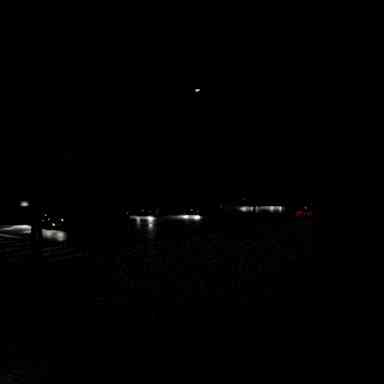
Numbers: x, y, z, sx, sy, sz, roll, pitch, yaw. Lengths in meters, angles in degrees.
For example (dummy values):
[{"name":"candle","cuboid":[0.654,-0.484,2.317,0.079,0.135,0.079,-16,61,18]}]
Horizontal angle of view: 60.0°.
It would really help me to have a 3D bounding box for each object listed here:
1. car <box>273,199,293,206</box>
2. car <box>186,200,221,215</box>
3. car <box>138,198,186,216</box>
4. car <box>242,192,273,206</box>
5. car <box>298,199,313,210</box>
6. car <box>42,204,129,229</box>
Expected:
[{"name":"car","cuboid":[13.179,1.398,49.040,1.895,1.301,4.718,0,0,36]},{"name":"car","cuboid":[1.101,1.449,32.129,1.994,1.385,4.181,0,0,35]},{"name":"car","cuboid":[-3.040,1.406,31.903,1.837,1.490,4.892,0,1,35]},{"name":"car","cuboid":[9.519,1.035,49.531,2.150,2.045,5.566,0,0,36]},{"name":"car","cuboid":[13.891,1.420,38.598,1.895,1.301,4.718,0,0,35]},{"name":"car","cuboid":[-6.476,1.488,21.420,2.033,1.411,5.357,0,0,35]}]
